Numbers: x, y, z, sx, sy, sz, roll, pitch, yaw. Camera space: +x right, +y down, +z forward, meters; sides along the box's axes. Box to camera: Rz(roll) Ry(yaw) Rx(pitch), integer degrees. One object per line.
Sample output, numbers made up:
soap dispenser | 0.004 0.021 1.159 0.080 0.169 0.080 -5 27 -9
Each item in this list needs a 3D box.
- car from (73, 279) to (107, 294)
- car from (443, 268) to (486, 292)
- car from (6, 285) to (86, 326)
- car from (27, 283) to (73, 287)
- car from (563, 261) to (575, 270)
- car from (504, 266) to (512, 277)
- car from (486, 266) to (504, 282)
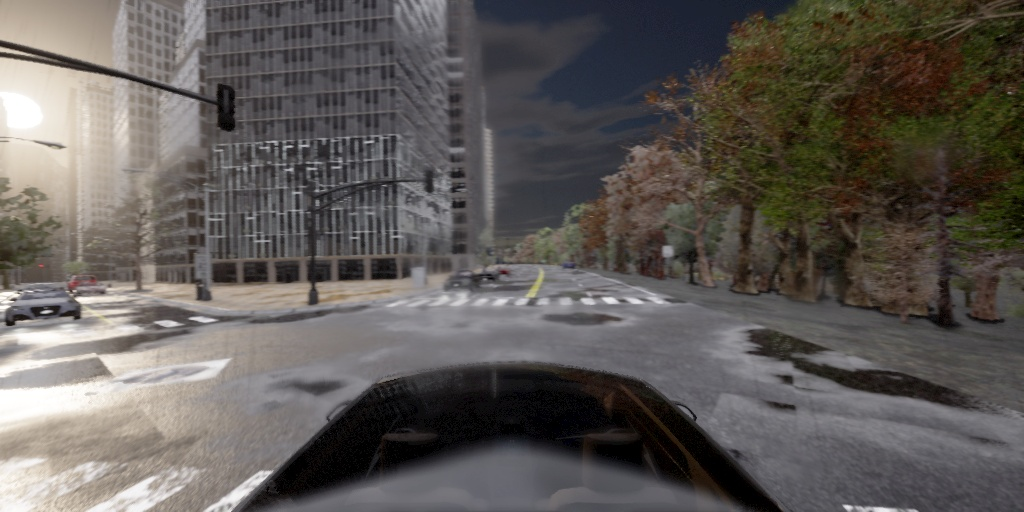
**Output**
car | -43.814 3.396 37.309 4.718 1.301 1.895 -3 -1 37
car | -3.387 1.718 25.157 1.994 1.385 4.181 -2 -1 7
car | -21.136 2.243 16.242 4.181 1.385 1.994 -3 -1 37
car | -29.073 2.606 22.216 4.181 1.385 1.994 -3 -1 37
car | 10.235 1.652 64.517 1.882 1.535 5.008 0 -4 4
car | -1.161 1.987 46.511 1.895 1.301 4.718 -2 -1 5
car | -2.265 1.864 35.377 1.895 1.301 4.718 -2 -1 6
